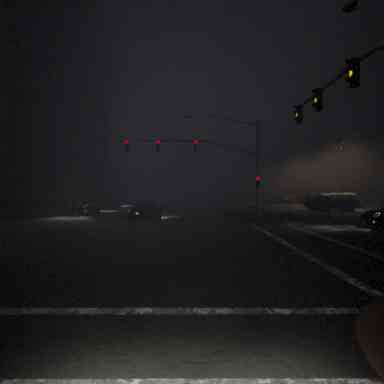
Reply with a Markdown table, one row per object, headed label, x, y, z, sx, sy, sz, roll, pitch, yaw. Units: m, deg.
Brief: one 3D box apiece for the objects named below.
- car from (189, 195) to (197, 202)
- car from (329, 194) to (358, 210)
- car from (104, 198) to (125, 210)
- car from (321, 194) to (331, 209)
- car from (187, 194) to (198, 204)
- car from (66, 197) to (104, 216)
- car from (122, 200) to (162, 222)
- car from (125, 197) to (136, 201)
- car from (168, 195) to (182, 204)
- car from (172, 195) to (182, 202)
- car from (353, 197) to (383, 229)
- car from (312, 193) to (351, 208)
| label | x | y | z | sx | sy | sz | roll | pitch | yaw |
| --- | --- | --- | --- | --- | --- | --- | --- | --- | --- |
| car | 0.206 | 1.328 | 73.819 | 1.837 | 1.490 | 4.892 | 0 | 0 | 0 |
| car | 21.805 | 1.429 | 46.599 | 3.806 | 1.475 | 1.970 | 0 | 0 | 1 |
| car | -10.602 | 1.527 | 43.108 | 2.033 | 1.411 | 5.357 | 0 | 0 | 0 |
| car | 21.847 | 1.396 | 49.494 | 3.905 | 1.438 | 1.784 | 0 | 0 | 1 |
| car | 0.133 | 1.322 | 63.691 | 2.097 | 1.767 | 4.553 | 0 | 0 | 0 |
| car | -10.673 | 1.337 | 32.854 | 2.097 | 1.767 | 4.553 | 0 | 0 | 0 |
| car | -3.764 | 1.560 | 26.721 | 1.994 | 1.385 | 4.181 | 0 | 1 | 10 |
| car | -10.481 | 1.538 | 55.865 | 1.994 | 1.385 | 4.181 | 0 | 0 | 2 |
| car | -3.366 | 1.322 | 63.716 | 2.097 | 1.767 | 4.553 | 0 | 0 | 0 |
| car | -3.294 | 1.423 | 73.874 | 1.895 | 1.301 | 4.718 | 0 | 0 | 0 |
| car | 13.263 | 1.397 | 21.255 | 4.553 | 1.767 | 2.097 | 0 | 0 | 1 |
| car | 21.834 | 1.184 | 52.177 | 4.605 | 1.855 | 1.932 | 0 | 0 | 1 |
